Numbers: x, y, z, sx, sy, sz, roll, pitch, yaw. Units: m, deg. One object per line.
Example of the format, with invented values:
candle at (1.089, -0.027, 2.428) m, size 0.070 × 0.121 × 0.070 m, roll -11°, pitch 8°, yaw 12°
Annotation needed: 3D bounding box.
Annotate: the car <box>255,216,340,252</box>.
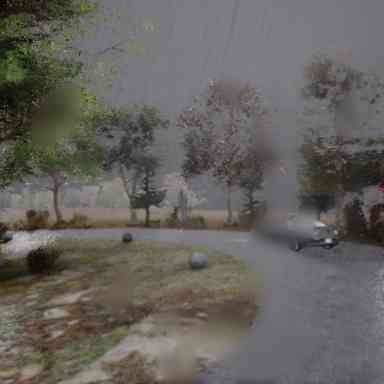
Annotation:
car at (4.712, 1.839, 15.430) m, size 1.812 × 1.442 × 4.674 m, roll 0°, pitch -2°, yaw -18°
